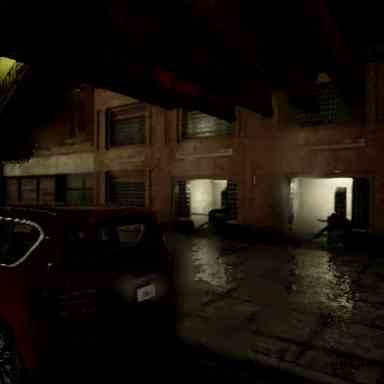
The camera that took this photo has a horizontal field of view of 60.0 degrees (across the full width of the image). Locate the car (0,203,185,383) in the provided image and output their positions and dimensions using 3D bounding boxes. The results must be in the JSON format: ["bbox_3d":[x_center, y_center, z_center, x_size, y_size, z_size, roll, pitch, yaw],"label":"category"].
[{"bbox_3d":[-2.714,1.198,5.221,5.566,2.045,2.435,0,0,35],"label":"car"}]
